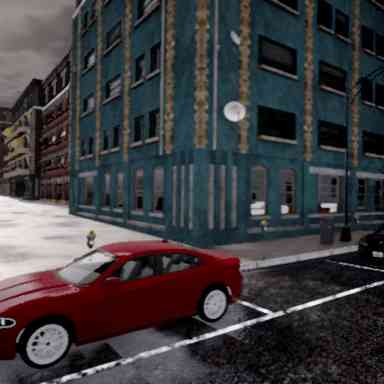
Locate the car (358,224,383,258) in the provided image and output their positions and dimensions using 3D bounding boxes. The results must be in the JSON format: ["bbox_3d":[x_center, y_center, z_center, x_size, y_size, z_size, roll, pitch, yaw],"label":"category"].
[{"bbox_3d":[7.872,1.701,12.161,4.313,1.339,1.947,1,0,-35],"label":"car"}]

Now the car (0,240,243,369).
[{"bbox_3d":[-1.122,1.568,5.749,4.507,1.381,1.887,1,0,-35],"label":"car"}]
